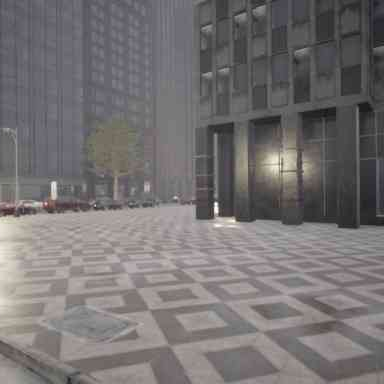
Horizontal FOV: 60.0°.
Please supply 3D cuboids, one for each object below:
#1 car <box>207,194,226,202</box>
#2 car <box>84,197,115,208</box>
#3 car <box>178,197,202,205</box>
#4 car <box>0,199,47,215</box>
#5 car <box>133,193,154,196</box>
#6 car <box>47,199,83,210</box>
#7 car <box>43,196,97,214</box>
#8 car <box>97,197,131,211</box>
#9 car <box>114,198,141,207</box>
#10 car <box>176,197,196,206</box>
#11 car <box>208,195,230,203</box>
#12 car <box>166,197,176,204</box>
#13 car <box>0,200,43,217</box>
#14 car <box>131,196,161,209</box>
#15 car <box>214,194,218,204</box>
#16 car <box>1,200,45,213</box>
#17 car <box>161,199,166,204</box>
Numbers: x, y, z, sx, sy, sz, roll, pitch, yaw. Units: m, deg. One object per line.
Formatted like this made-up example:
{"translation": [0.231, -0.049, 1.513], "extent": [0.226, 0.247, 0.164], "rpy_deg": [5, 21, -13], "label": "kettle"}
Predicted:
{"translation": [5.710, 1.297, 76.518], "extent": [2.192, 1.841, 5.009], "rpy_deg": [-1, 0, 35], "label": "car"}
{"translation": [-13.527, 1.485, 48.681], "extent": [1.967, 1.590, 4.097], "rpy_deg": [-1, 0, 35], "label": "car"}
{"translation": [-0.298, 1.506, 57.339], "extent": [1.994, 1.385, 4.181], "rpy_deg": [-1, 0, 34], "label": "car"}
{"translation": [-18.633, 1.576, 36.441], "extent": [1.812, 1.442, 4.674], "rpy_deg": [-1, 0, 35], "label": "car"}
{"translation": [-8.069, 1.219, 51.702], "extent": [2.150, 2.045, 5.566], "rpy_deg": [-1, 0, 35], "label": "car"}
{"translation": [-16.732, 1.642, 44.042], "extent": [1.802, 1.307, 4.206], "rpy_deg": [-1, 0, 35], "label": "car"}
{"translation": [-12.929, 1.291, 34.554], "extent": [2.192, 1.841, 5.009], "rpy_deg": [-1, 0, 35], "label": "car"}
{"translation": [-9.721, 1.525, 39.192], "extent": [1.947, 1.339, 4.313], "rpy_deg": [-1, 0, 35], "label": "car"}
{"translation": [-10.319, 1.613, 53.320], "extent": [1.802, 1.307, 4.206], "rpy_deg": [-1, 0, 35], "label": "car"}
{"translation": [-0.105, 1.463, 53.108], "extent": [1.887, 1.381, 4.507], "rpy_deg": [-1, 0, 35], "label": "car"}
{"translation": [5.374, 1.417, 65.560], "extent": [2.128, 1.511, 4.902], "rpy_deg": [-1, 0, 35], "label": "car"}
{"translation": [-3.907, 1.575, 62.599], "extent": [1.947, 1.339, 4.313], "rpy_deg": [-1, 0, 35], "label": "car"}
{"translation": [-16.133, 1.577, 29.914], "extent": [1.802, 1.307, 4.206], "rpy_deg": [-1, 0, 35], "label": "car"}
{"translation": [-6.516, 1.509, 43.830], "extent": [1.947, 1.339, 4.313], "rpy_deg": [-1, 0, 35], "label": "car"}
{"translation": [3.100, 1.223, 57.748], "extent": [2.192, 1.841, 5.009], "rpy_deg": [-1, 0, 35], "label": "car"}
{"translation": [-19.938, 1.643, 39.403], "extent": [1.947, 1.339, 4.313], "rpy_deg": [-1, 0, 35], "label": "car"}
{"translation": [-7.210, 1.545, 57.819], "extent": [1.752, 1.417, 4.829], "rpy_deg": [-1, 0, 35], "label": "car"}
